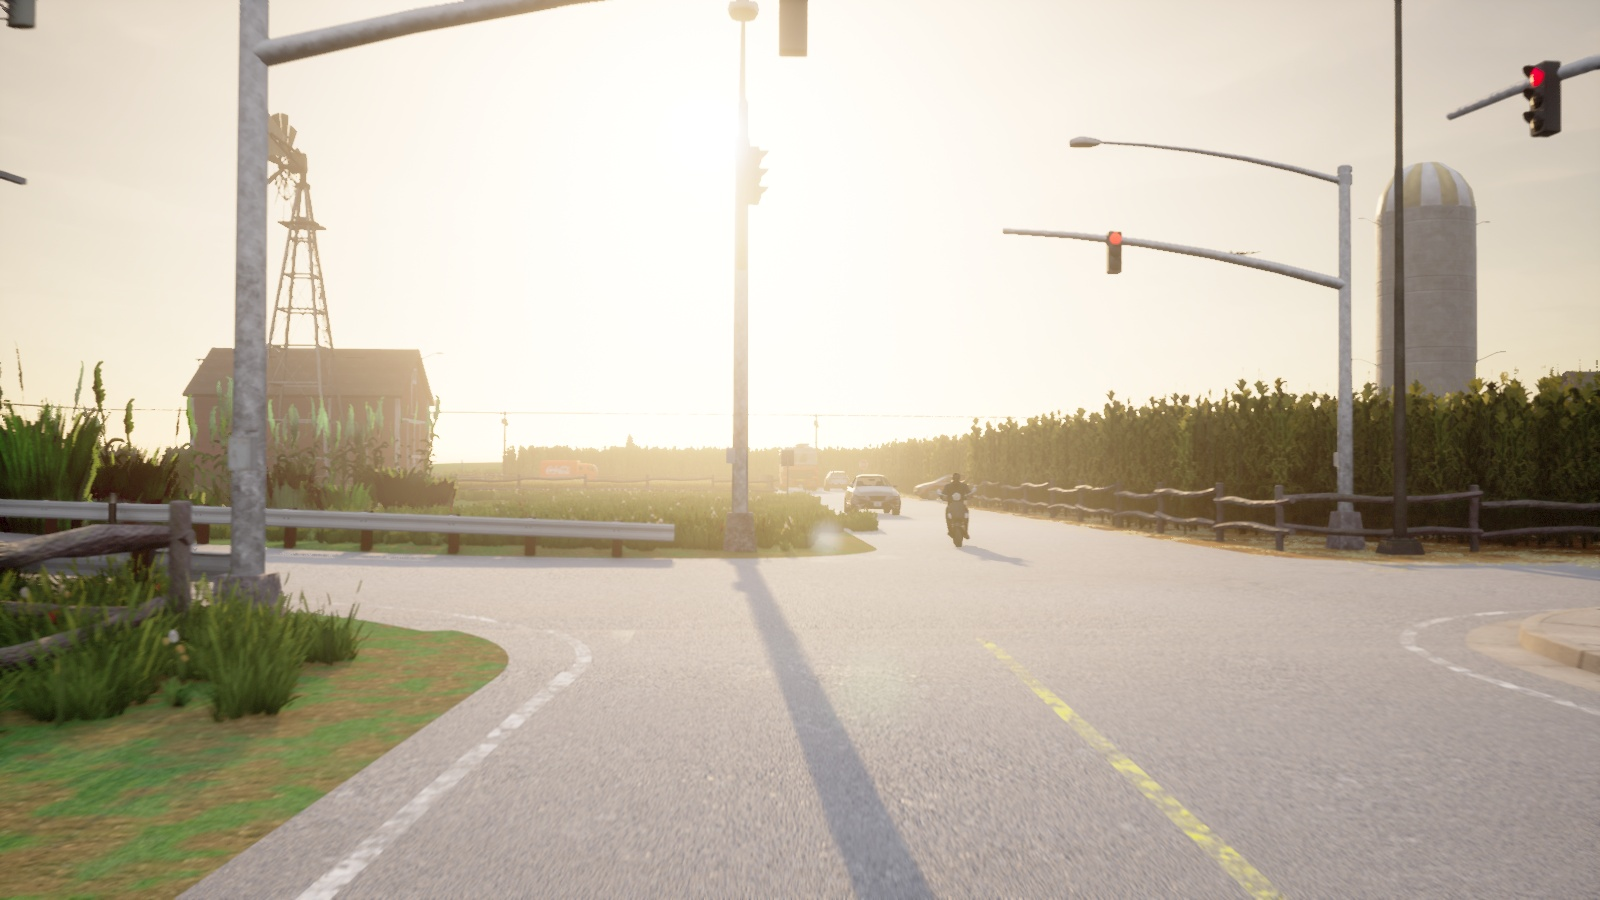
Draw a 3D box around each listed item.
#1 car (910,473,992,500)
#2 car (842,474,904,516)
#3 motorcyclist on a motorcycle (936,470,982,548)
[{"bbox_3d":[8.363,1.996,69.640,4.193,1.474,1.816,0,-1,-7],"label":"car"},{"bbox_3d":[2.646,1.626,46.179,1.816,1.474,4.193,0,-1,-3],"label":"car"},{"bbox_3d":[3.391,1.241,26.961,0.866,1.590,1.817,-2,-1,5],"label":"motorcyclist on a motorcycle"}]
